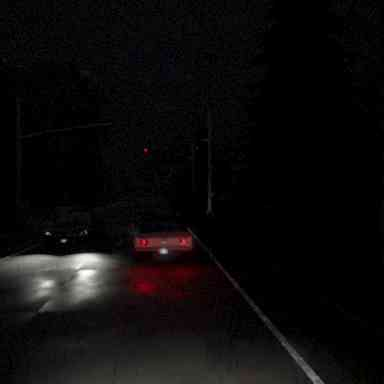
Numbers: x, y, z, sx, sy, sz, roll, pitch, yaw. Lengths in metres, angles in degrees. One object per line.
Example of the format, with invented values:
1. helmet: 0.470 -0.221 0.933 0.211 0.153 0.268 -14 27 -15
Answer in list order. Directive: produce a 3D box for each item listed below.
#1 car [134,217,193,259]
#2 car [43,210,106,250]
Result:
1. car: -1.104 1.582 12.644 1.895 1.301 4.718 0 0 -6
2. car: -4.949 1.531 14.602 1.812 1.442 4.674 0 0 -5
